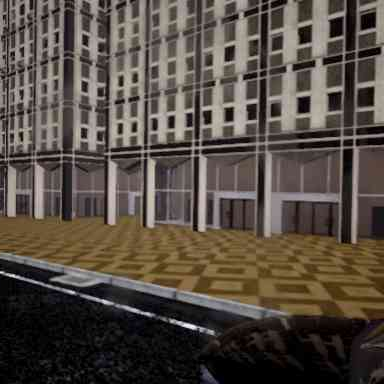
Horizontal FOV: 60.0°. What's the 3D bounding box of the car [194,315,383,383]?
[{"bbox_3d":[2.152,1.525,2.150,4.674,1.442,1.812,0,0,36],"label":"car"}]
